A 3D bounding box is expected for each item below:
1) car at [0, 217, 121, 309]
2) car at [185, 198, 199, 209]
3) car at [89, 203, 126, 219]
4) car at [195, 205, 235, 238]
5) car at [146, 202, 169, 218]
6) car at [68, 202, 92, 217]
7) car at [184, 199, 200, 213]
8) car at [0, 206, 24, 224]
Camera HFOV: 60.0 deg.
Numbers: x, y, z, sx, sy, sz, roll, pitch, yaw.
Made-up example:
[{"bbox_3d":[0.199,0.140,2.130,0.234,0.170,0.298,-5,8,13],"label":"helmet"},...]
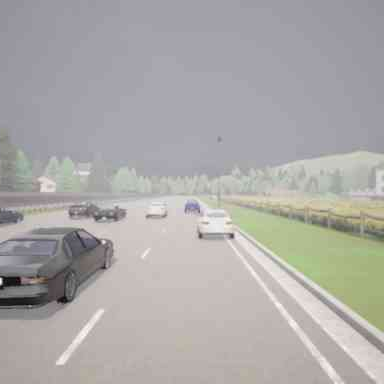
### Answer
[{"bbox_3d":[-3.400,1.598,8.228,2.033,1.411,5.357,0,0,0],"label":"car"},{"bbox_3d":[0.000,1.815,53.332,2.128,1.511,4.902,0,0,0],"label":"car"},{"bbox_3d":[-6.901,1.773,28.371,1.895,1.301,4.718,0,0,0],"label":"car"},{"bbox_3d":[1.225,1.637,18.106,1.812,1.442,4.674,0,0,0],"label":"car"},{"bbox_3d":[-3.399,1.726,33.064,1.812,1.442,4.674,0,0,0],"label":"car"},{"bbox_3d":[-10.401,1.689,32.354,2.128,1.511,4.902,0,0,0],"label":"car"},{"bbox_3d":[0.028,1.729,41.352,1.882,1.535,5.008,0,0,0],"label":"car"},{"bbox_3d":[-13.900,1.689,23.249,2.033,1.411,5.357,0,0,0],"label":"car"}]
